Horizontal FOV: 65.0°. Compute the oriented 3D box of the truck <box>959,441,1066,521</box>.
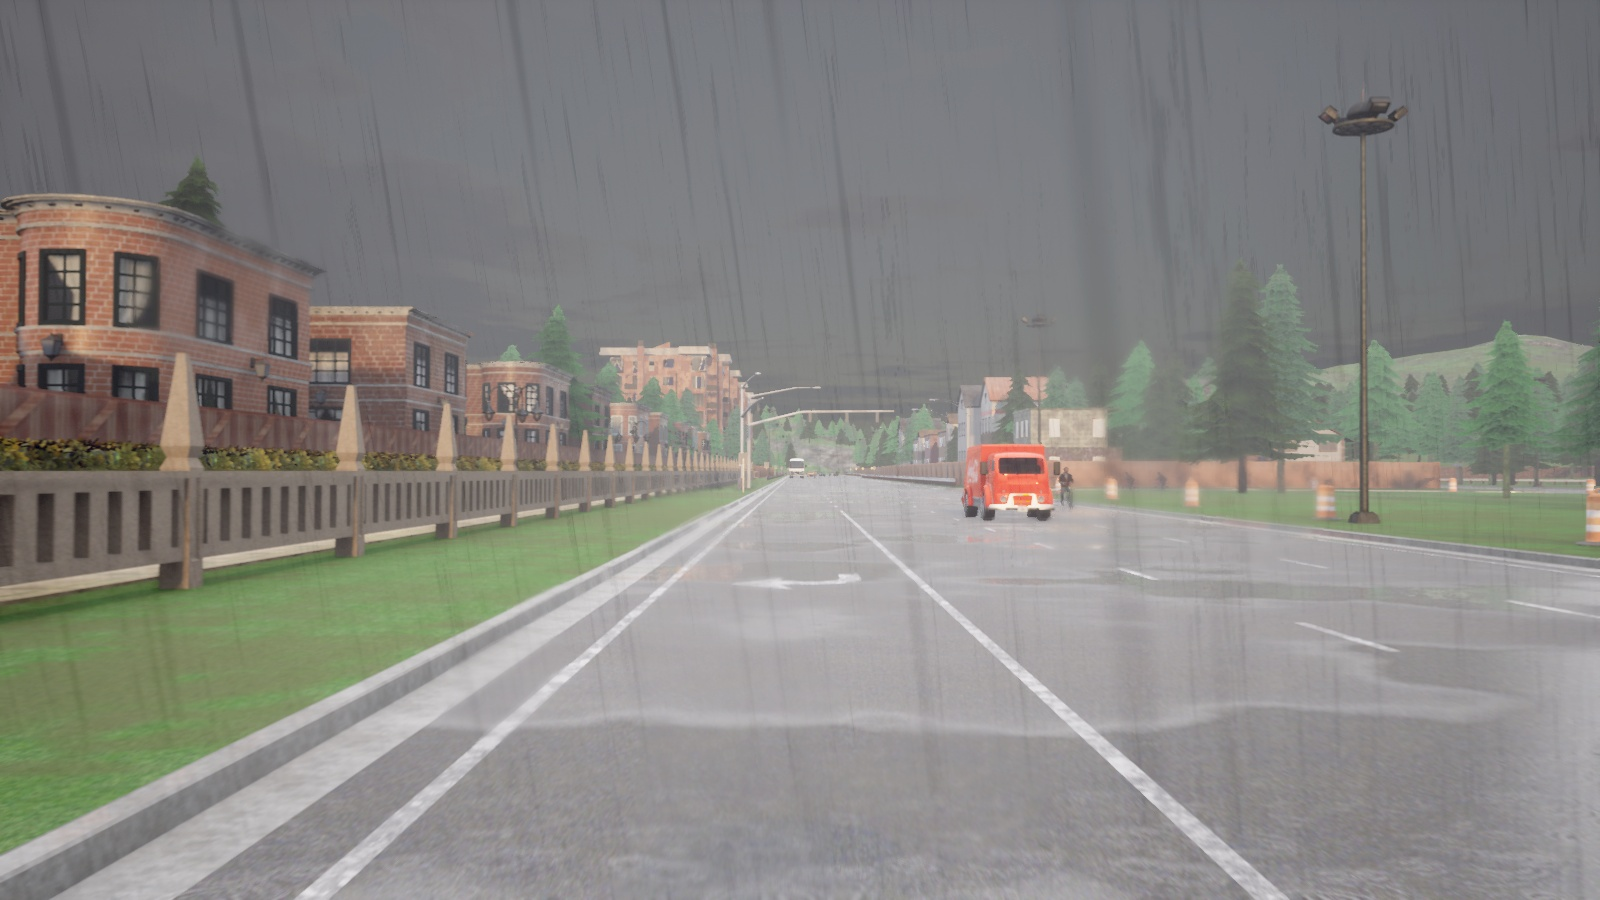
[{"bbox_3d":[6.897,0.994,41.445,2.627,2.467,5.204,0,-1,0],"label":"truck"}]
